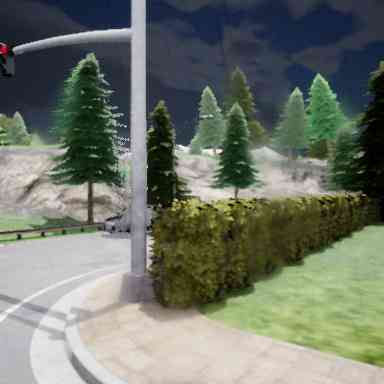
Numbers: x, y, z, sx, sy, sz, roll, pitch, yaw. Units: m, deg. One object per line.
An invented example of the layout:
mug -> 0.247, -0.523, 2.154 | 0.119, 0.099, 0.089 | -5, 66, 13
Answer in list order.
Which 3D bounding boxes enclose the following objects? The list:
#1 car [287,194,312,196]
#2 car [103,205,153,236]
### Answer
car -> 10.609, 1.249, 33.927 | 5.566, 2.045, 2.150 | 0, 0, -33
car -> -2.718, 1.521, 18.659 | 2.128, 1.511, 4.902 | 0, 0, 36
